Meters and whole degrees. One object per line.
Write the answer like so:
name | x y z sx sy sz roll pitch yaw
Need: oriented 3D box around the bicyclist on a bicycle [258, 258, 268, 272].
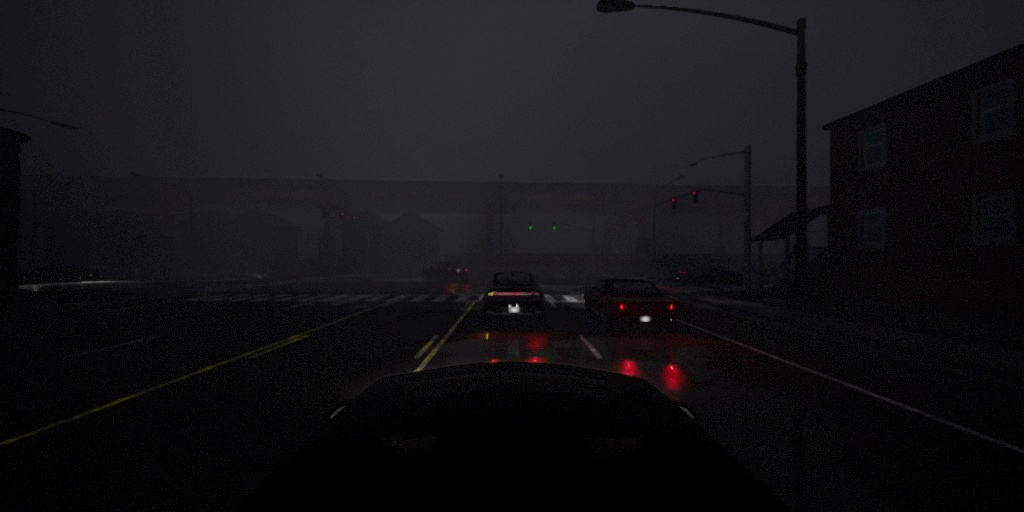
bicyclist on a bicycle | -31.132 1.132 44.821 0.582 1.620 1.656 0 0 0

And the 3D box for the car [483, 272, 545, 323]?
car | 0.034 1.279 12.317 2.128 1.511 4.902 0 0 -1

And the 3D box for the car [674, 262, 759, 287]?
car | 13.880 1.351 24.897 4.902 1.511 2.128 0 0 -3

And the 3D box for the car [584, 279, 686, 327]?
car | 3.607 1.394 11.758 1.895 1.301 4.718 0 0 1

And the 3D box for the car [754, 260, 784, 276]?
car | 27.141 1.289 39.138 4.553 1.767 2.097 0 0 0

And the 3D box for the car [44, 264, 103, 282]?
car | -35.235 1.330 28.334 4.181 1.385 1.994 0 0 0

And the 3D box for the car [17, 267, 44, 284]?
car | -36.252 1.257 24.831 4.892 1.490 1.837 0 0 0

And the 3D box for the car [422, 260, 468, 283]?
car | -5.618 1.186 29.685 2.097 1.767 4.553 0 0 -41
